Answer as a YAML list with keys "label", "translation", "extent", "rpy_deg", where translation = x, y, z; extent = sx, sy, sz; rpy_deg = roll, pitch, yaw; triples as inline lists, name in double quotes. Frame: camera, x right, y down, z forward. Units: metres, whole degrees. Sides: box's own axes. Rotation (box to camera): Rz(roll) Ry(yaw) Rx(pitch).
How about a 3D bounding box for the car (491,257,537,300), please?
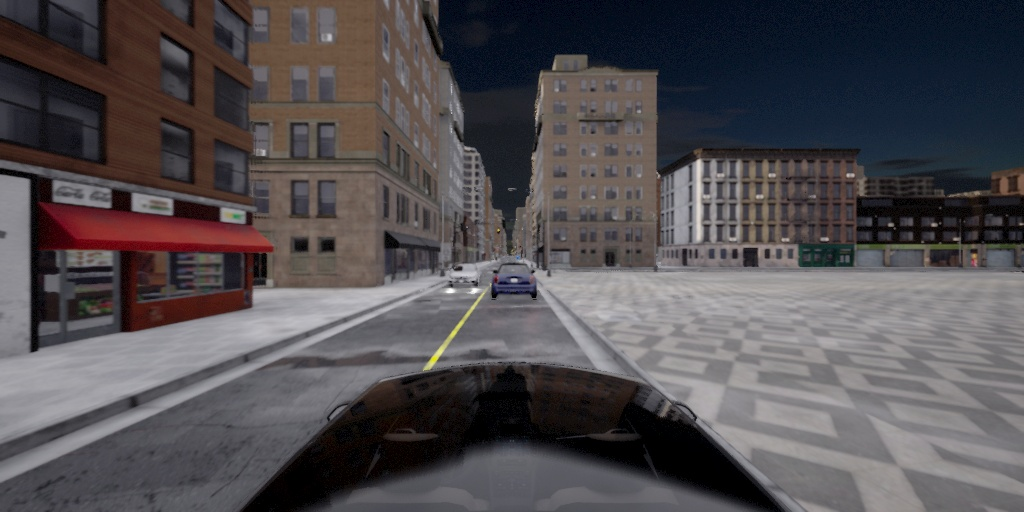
- label: "car"
  translation: [0.098, 1.088, 17.863]
  extent: [2.097, 1.767, 4.553]
  rpy_deg: [0, 0, 0]

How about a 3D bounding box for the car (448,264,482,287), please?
- label: "car"
  translation: [-3.079, 1.255, 24.163]
  extent: [1.812, 1.442, 4.674]
  rpy_deg: [0, 0, 0]
